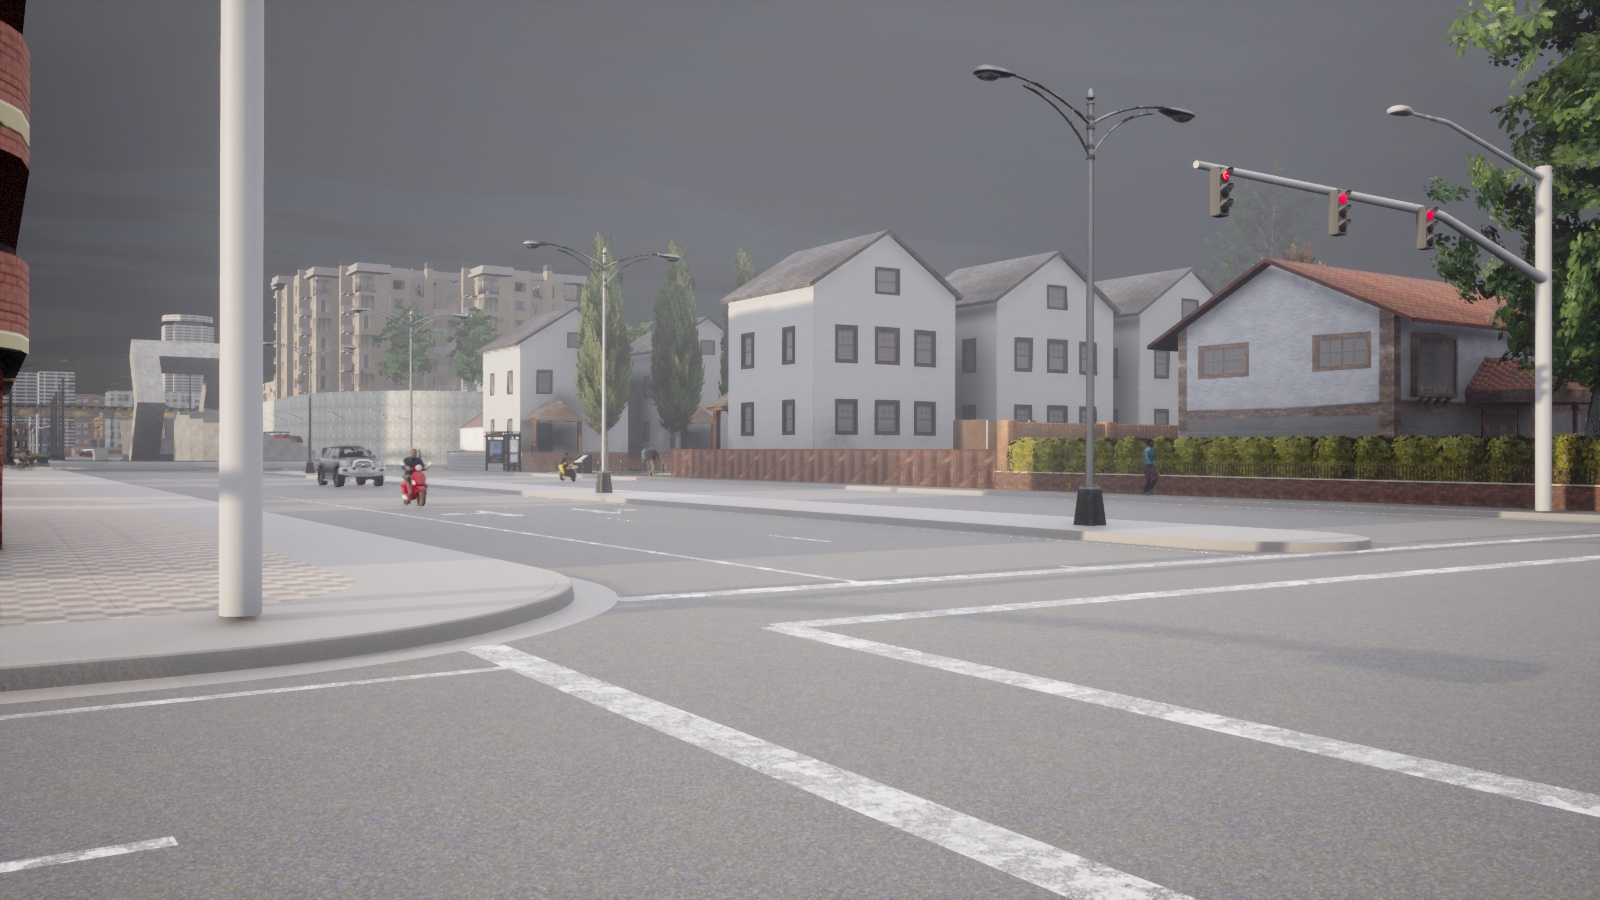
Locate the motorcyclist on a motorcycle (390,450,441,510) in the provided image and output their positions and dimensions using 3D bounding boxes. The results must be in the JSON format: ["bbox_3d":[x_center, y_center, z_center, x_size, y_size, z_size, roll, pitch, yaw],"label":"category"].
[{"bbox_3d":[-10.635,0.806,34.677,0.866,1.590,1.817,0,0,-33],"label":"motorcyclist on a motorcycle"}]

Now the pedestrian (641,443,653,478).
[{"bbox_3d":[-8.629,0.584,70.699,0.396,1.930,0.692,0,0,-37],"label":"pedestrian"}]

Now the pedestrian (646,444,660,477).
[{"bbox_3d":[-8.111,0.586,69.232,0.431,1.840,0.703,0,0,-36],"label":"pedestrian"}]

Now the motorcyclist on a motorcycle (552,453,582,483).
[{"bbox_3d":[-11.819,0.908,63.678,0.797,1.523,2.044,0,0,-33],"label":"motorcyclist on a motorcycle"}]

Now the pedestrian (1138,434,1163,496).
[{"bbox_3d":[11.142,0.474,39.908,0.396,1.930,0.692,0,0,-32],"label":"pedestrian"}]

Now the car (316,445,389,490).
[{"bbox_3d":[-19.410,0.736,54.305,1.932,1.855,4.605,0,0,-33],"label":"car"}]
